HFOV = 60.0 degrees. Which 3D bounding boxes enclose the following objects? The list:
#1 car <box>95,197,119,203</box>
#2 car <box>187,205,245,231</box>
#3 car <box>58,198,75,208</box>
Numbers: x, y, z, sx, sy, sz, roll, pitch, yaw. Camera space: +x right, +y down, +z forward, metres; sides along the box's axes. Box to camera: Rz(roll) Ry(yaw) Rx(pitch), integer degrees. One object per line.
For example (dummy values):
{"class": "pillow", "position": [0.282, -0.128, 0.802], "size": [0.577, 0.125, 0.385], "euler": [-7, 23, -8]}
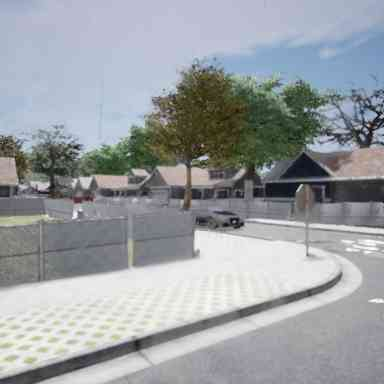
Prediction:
{"class": "car", "position": [-8.625, 1.279, 33.694], "size": [2.097, 1.767, 4.553], "euler": [1, -1, -35]}
{"class": "car", "position": [1.158, 1.455, 19.783], "size": [1.994, 1.385, 4.181], "euler": [1, -1, -36]}
{"class": "car", "position": [-18.105, 1.485, 47.307], "size": [1.895, 1.301, 4.718], "euler": [1, -1, -35]}
